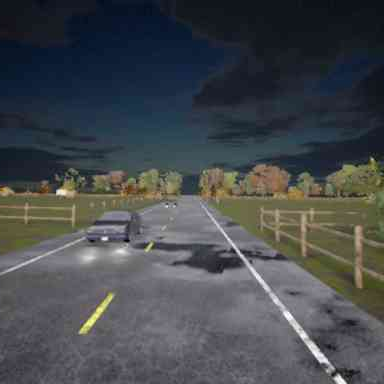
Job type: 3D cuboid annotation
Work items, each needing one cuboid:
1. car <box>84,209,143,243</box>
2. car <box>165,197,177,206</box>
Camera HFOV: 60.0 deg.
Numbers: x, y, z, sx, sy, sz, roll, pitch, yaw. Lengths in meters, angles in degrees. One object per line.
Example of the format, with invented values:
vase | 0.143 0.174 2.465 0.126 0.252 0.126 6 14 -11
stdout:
car | -3.601 1.557 16.405 2.033 1.411 5.357 0 0 0
car | -3.552 1.582 57.076 2.033 1.411 5.357 0 0 1
